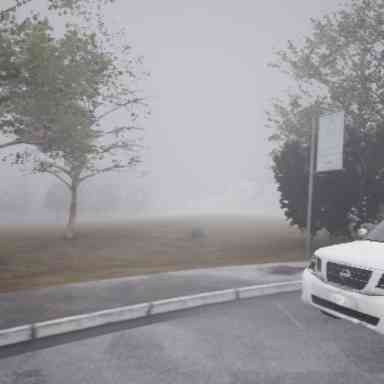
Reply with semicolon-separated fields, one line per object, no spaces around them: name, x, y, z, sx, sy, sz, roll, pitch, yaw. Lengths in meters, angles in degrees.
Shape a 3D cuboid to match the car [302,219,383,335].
car;4.661;1.323;6.078;5.566;2.045;2.150;2;-2;-26
